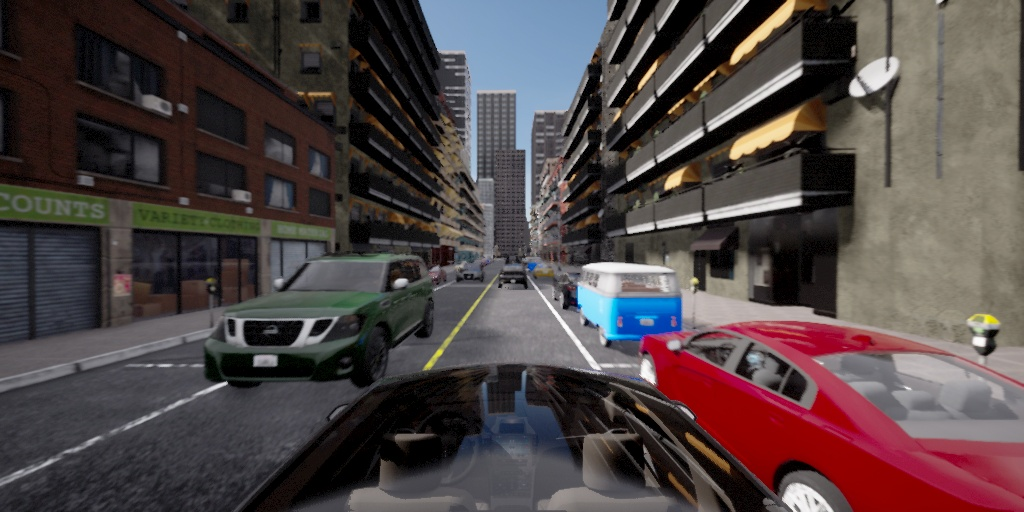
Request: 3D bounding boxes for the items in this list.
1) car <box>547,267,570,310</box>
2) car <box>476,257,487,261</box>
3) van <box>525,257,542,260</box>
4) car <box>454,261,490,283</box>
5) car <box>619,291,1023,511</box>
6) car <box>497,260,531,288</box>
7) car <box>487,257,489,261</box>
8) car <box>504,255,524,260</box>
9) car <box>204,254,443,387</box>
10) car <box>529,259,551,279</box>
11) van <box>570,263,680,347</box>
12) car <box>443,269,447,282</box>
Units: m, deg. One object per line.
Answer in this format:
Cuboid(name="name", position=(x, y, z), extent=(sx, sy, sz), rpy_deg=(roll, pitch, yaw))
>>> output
Cuboid(name="car", position=(2.695, 1.301, 14.526), extent=(1.948, 1.339, 4.313), rpy_deg=(0, 0, 0))
Cuboid(name="car", position=(-5.667, 1.259, 58.729), extent=(1.948, 1.339, 4.313), rpy_deg=(0, 0, 0))
Cuboid(name="van", position=(2.707, 1.048, 42.144), extent=(1.690, 1.789, 3.998), rpy_deg=(0, 0, 0))
Cuboid(name="car", position=(-3.046, 1.285, 27.344), extent=(1.994, 1.385, 4.181), rpy_deg=(0, 0, 0))
Cuboid(name="car", position=(2.690, 1.293, 3.479), extent=(1.888, 1.381, 4.507), rpy_deg=(0, 0, 0))
Cuboid(name="car", position=(0.076, 1.232, 23.644), extent=(1.837, 1.490, 4.892), rpy_deg=(0, 1, 0))
Cuboid(name="car", position=(-5.664, 1.235, 64.253), extent=(1.888, 1.381, 4.507), rpy_deg=(0, 0, 0))
Cuboid(name="car", position=(0.121, 0.924, 47.966), extent=(2.150, 2.045, 5.566), rpy_deg=(0, 0, 0))
Cuboid(name="car", position=(-3.084, 0.965, 7.270), extent=(2.150, 2.045, 5.566), rpy_deg=(0, 0, 0))
Cuboid(name="car", position=(2.702, 1.243, 31.266), extent=(1.751, 1.417, 4.829), rpy_deg=(0, 0, 0))
Cuboid(name="van", position=(2.693, 1.082, 9.002), extent=(1.690, 1.789, 3.998), rpy_deg=(0, 0, 0))
Cuboid(name="car", position=(-5.681, 1.304, 25.589), extent=(1.802, 1.307, 4.207), rpy_deg=(0, 0, 0))
